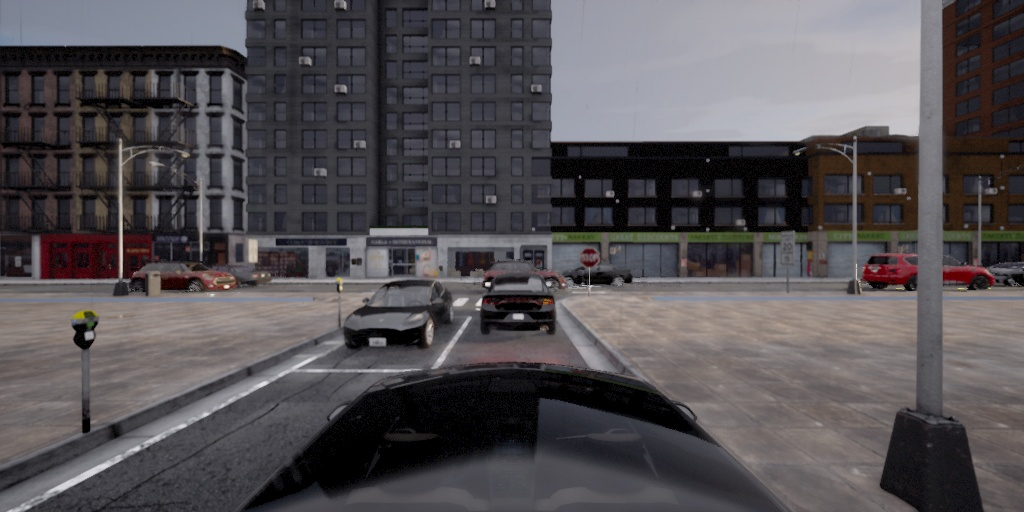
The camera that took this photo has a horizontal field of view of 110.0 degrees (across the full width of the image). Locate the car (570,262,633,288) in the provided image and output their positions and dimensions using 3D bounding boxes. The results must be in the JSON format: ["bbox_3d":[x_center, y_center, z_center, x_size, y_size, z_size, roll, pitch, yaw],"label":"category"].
[{"bbox_3d":[5.034,1.175,22.708,5.008,1.535,1.882,0,0,0],"label":"car"}]

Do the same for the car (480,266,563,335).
[{"bbox_3d":[0.184,1.214,10.561,1.882,1.535,5.008,0,0,1],"label":"car"}]

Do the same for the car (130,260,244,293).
[{"bbox_3d":[-18.025,1.118,19.829,4.553,1.767,2.097,0,0,0],"label":"car"}]

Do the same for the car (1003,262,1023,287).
[{"bbox_3d":[31.891,1.140,22.617,4.902,1.511,2.128,0,0,0],"label":"car"}]

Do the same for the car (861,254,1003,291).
[{"bbox_3d":[22.610,0.899,19.701,5.566,2.045,2.150,0,0,0],"label":"car"}]

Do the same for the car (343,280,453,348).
[{"bbox_3d":[-2.618,1.304,9.184,1.948,1.339,4.313,0,0,0],"label":"car"}]

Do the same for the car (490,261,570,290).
[{"bbox_3d":[0.648,1.072,19.772,4.553,1.767,2.097,0,0,0],"label":"car"}]

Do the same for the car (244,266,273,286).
[{"bbox_3d":[-18.323,1.303,22.781,5.357,1.411,2.033,0,0,0],"label":"car"}]
